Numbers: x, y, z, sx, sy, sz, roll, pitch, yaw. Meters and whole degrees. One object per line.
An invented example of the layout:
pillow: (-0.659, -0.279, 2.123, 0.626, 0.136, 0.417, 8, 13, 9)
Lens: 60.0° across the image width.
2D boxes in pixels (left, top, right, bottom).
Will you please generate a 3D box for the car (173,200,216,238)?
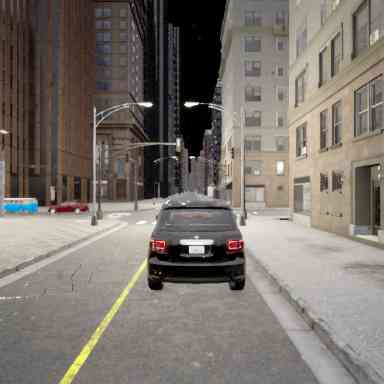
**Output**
car: (0.126, 1.357, 18.636, 2.097, 1.767, 4.553, 0, 0, 0)

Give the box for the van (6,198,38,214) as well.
van: (-19.544, 1.588, 37.558, 3.998, 1.788, 1.690, -1, 0, 0)

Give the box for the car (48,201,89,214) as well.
car: (-13.917, 1.724, 37.529, 4.507, 1.381, 1.887, -1, 0, 0)

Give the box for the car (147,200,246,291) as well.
car: (0.115, 1.223, 9.187, 2.150, 2.045, 5.566, 0, 0, 0)
